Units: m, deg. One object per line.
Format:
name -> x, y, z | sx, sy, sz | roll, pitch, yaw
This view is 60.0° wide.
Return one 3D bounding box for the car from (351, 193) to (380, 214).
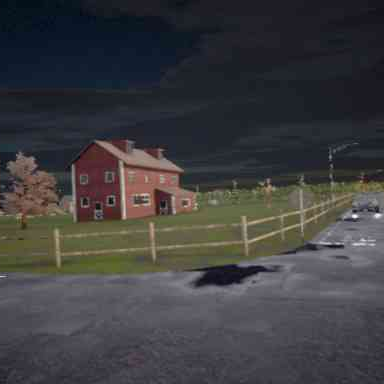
car -> 15.456, 0.920, 29.613 | 2.097, 1.767, 4.553 | -3, -1, 29
